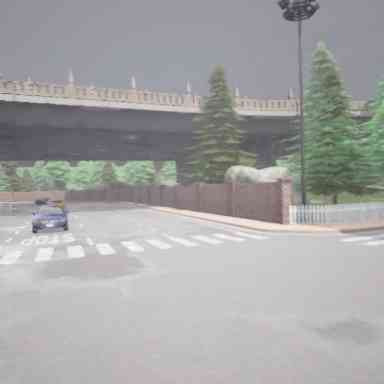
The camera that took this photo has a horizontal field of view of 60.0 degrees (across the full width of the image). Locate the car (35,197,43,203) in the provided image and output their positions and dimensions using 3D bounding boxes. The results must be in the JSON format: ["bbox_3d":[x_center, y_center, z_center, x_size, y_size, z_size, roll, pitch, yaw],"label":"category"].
[{"bbox_3d":[-24.587,1.579,55.720,2.033,1.411,5.357,-2,1,-42],"label":"car"}]

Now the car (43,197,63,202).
[{"bbox_3d":[-14.795,1.468,36.104,1.882,1.535,5.008,-2,1,-22],"label":"car"}]

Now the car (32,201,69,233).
[{"bbox_3d":[-8.504,1.533,20.054,1.812,1.442,4.674,-2,1,-21],"label":"car"}]
